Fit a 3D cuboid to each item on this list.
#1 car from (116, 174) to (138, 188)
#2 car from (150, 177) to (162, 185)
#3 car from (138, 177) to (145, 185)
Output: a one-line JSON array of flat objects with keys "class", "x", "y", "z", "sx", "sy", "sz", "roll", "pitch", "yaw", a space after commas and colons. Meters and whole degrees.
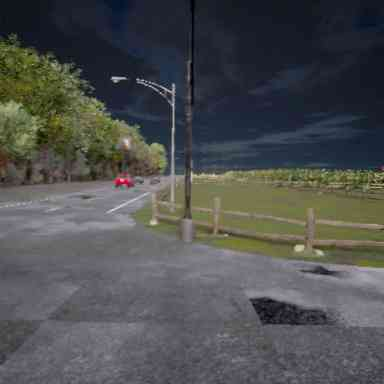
[{"class": "car", "x": -10.188, "y": -1.710, "z": 50.982, "sx": 2.150, "sy": 2.045, "sz": 5.566, "roll": 1, "pitch": 3, "yaw": -1}, {"class": "car", "x": -6.953, "y": -2.106, "z": 64.339, "sx": 1.837, "sy": 1.490, "sz": 4.892, "roll": 1, "pitch": 3, "yaw": -1}, {"class": "car", "x": -10.469, "y": -2.222, "z": 65.559, "sx": 1.837, "sy": 1.490, "sz": 4.892, "roll": 1, "pitch": 3, "yaw": -1}]
